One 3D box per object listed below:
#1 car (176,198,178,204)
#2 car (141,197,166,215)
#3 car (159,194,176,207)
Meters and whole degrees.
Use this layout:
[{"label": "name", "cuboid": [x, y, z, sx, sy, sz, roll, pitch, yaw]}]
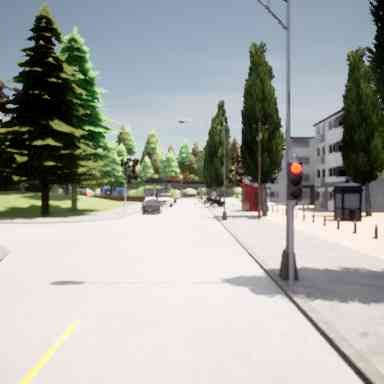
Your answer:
[{"label": "car", "cuboid": [-3.922, 1.628, 68.272, 2.033, 1.411, 5.357, 0, 0, 0]}, {"label": "car", "cuboid": [-4.072, 1.534, 34.698, 1.837, 1.490, 4.892, 0, 0, 0]}, {"label": "car", "cuboid": [-4.040, 1.264, 50.928, 2.150, 2.045, 5.566, 0, 0, 0]}]
